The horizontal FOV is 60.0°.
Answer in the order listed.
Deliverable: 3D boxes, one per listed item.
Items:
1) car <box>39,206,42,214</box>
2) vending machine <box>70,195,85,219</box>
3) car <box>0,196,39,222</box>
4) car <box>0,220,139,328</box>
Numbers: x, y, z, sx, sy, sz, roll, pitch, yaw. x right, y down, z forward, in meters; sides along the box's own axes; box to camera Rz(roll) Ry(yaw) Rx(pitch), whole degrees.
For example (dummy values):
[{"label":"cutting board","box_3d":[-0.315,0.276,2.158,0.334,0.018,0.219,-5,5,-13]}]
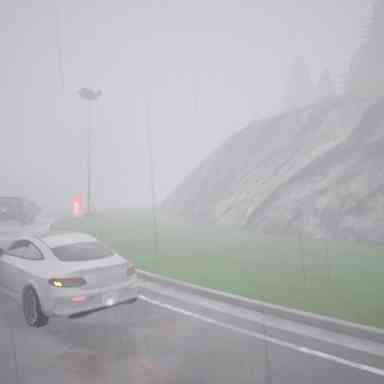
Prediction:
[{"label":"car","box_3d":[-17.914,1.689,35.726,1.812,1.442,4.674,0,0,1]},{"label":"vending machine","box_3d":[-10.290,1.360,29.894,1.100,2.100,0.880,0,0,-9]},{"label":"car","box_3d":[-13.019,1.329,24.380,2.150,2.045,5.566,0,0,-16]},{"label":"car","box_3d":[-2.982,1.564,7.115,4.674,1.442,1.812,0,0,45]}]
